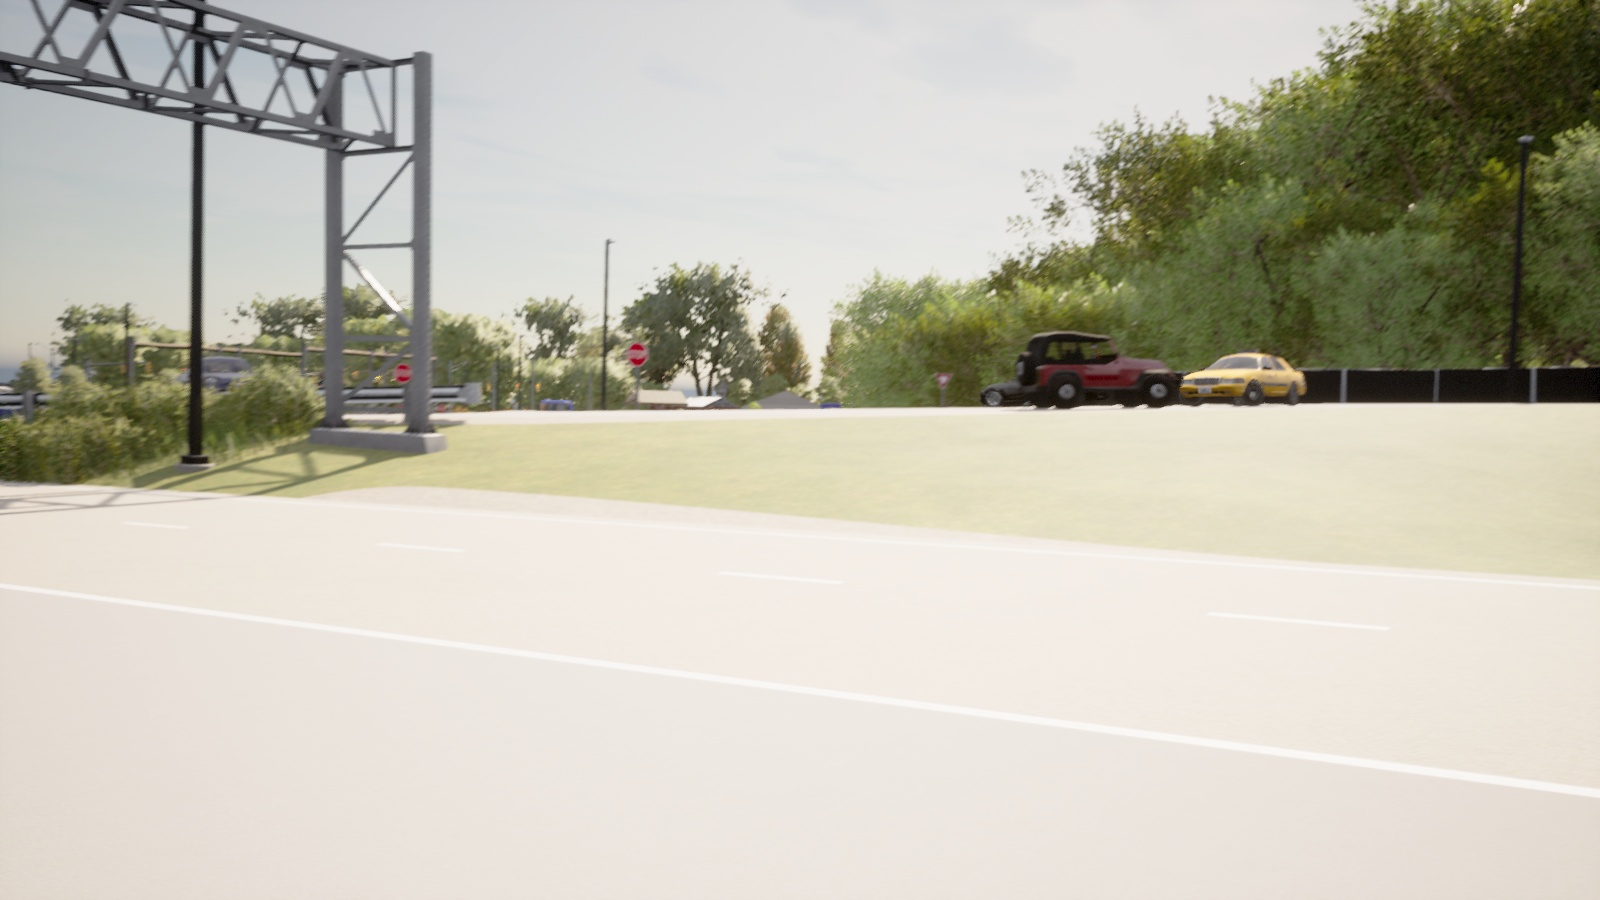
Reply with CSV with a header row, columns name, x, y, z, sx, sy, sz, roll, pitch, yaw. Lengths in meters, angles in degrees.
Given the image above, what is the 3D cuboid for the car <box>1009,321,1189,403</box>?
name,x,y,z,sx,sy,sz,roll,pitch,yaw
car,7.357,-2.157,31.060,3.866,1.878,1.905,-2,2,-8

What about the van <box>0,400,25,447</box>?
name,x,y,z,sx,sy,sz,roll,pitch,yaw
van,-35.312,-1.135,54.279,1.775,1.987,4.442,0,0,-13

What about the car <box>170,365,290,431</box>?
name,x,y,z,sx,sy,sz,roll,pitch,yaw
car,-14.220,-1.277,31.229,1.845,1.501,3.633,-4,3,-38

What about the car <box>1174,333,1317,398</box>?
name,x,y,z,sx,sy,sz,roll,pitch,yaw
car,12.280,-2.287,34.348,1.801,1.575,5.366,0,2,41

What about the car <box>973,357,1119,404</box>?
name,x,y,z,sx,sy,sz,roll,pitch,yaw
car,9.024,-2.524,46.143,4.792,1.488,2.163,-1,2,30
